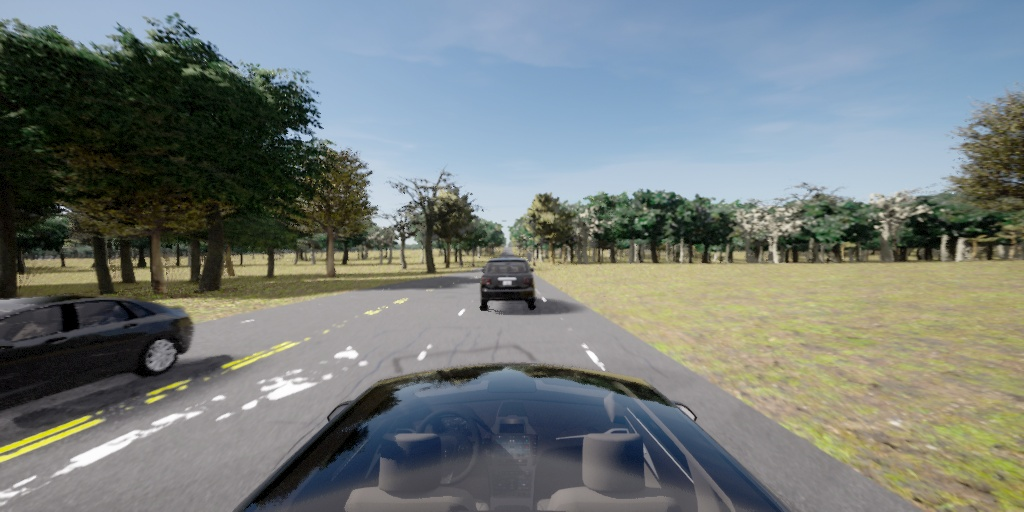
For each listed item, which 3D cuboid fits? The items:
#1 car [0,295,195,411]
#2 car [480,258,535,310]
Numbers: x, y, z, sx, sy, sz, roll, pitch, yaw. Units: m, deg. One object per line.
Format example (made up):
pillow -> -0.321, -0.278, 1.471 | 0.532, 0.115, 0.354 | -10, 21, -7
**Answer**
car -> -7.108, 1.374, 4.957 | 1.837, 1.490, 4.892 | -1, -1, 0
car -> -0.186, 1.109, 15.798 | 2.150, 2.045, 5.566 | -1, -1, 0
